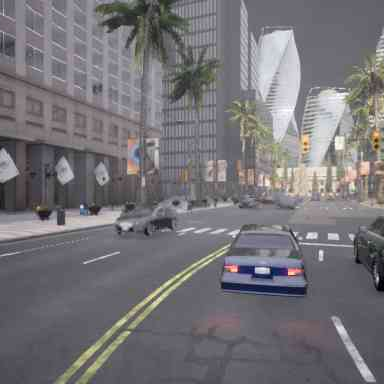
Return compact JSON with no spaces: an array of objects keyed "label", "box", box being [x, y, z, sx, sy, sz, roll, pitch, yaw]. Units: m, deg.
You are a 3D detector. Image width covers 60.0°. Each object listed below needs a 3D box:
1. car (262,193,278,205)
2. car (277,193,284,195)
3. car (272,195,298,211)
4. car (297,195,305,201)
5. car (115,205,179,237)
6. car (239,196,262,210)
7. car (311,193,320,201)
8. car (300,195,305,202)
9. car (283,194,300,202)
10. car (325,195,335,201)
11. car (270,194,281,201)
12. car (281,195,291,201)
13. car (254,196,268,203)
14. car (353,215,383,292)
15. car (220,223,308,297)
[{"label":"car","box":[13.405,1.478,58.277,1.882,1.535,5.008,0,1,21]},{"label":"car","box":[18.895,1.225,72.025,2.150,2.045,5.566,0,0,21]},{"label":"car","box":[11.618,1.505,41.874,1.837,1.490,4.892,-1,0,8]},{"label":"car","box":[28.460,1.506,86.797,1.994,1.385,4.181,0,0,21]},{"label":"car","box":[-2.342,1.491,18.345,2.128,1.511,4.902,0,0,21]},{"label":"car","box":[7.385,1.564,43.070,1.994,1.385,4.181,0,0,22]},{"label":"car","box":[30.868,1.553,83.290,1.994,1.385,4.181,0,0,21]},{"label":"car","box":[23.016,1.553,72.933,1.994,1.385,4.181,0,0,21]},{"label":"car","box":[17.372,1.547,58.786,2.033,1.411,5.357,0,0,22]},{"label":"car","box":[34.270,1.591,82.389,1.895,1.301,4.718,0,0,21]},{"label":"car","box":[22.554,1.354,89.830,2.185,1.767,4.553,0,0,21]},{"label":"car","box":[24.311,1.546,85.740,1.994,1.385,4.181,0,0,21]},{"label":"car","box":[14.451,1.513,69.450,2.161,1.482,4.786,0,0,21]},{"label":"car","box":[5.661,1.352,8.755,2.097,1.767,4.553,0,0,18]},{"label":"car","box":[1.946,1.547,8.787,2.033,1.411,5.357,0,0,14]}]
